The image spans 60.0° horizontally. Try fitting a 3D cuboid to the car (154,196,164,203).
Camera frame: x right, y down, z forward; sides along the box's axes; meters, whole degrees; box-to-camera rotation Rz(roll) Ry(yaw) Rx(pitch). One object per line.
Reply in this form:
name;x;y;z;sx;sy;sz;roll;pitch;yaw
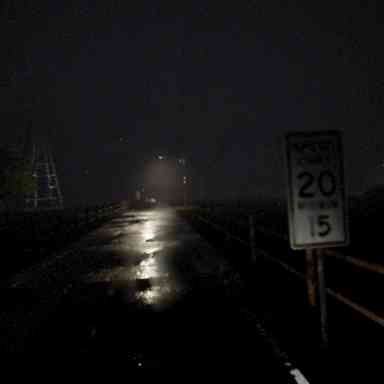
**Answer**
car;-7.400;1.734;75.084;1.837;1.490;4.892;-3;0;-6
